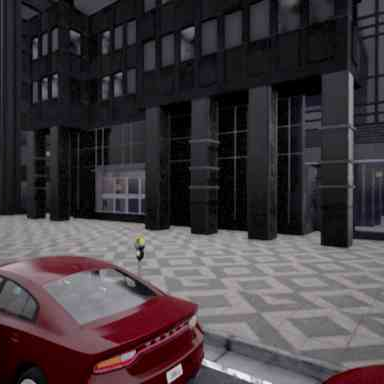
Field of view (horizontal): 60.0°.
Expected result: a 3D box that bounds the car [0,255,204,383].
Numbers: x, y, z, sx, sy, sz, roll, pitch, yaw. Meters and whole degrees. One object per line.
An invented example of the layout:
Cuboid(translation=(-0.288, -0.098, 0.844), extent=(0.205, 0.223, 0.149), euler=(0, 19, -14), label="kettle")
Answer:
Cuboid(translation=(-1.973, 1.533, 4.378), extent=(4.507, 1.381, 1.887), euler=(0, 0, 36), label="car")

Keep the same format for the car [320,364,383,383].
Cuboid(translation=(2.609, 1.549, 1.096), extent=(4.507, 1.381, 1.887), euler=(0, 0, 36), label="car")
